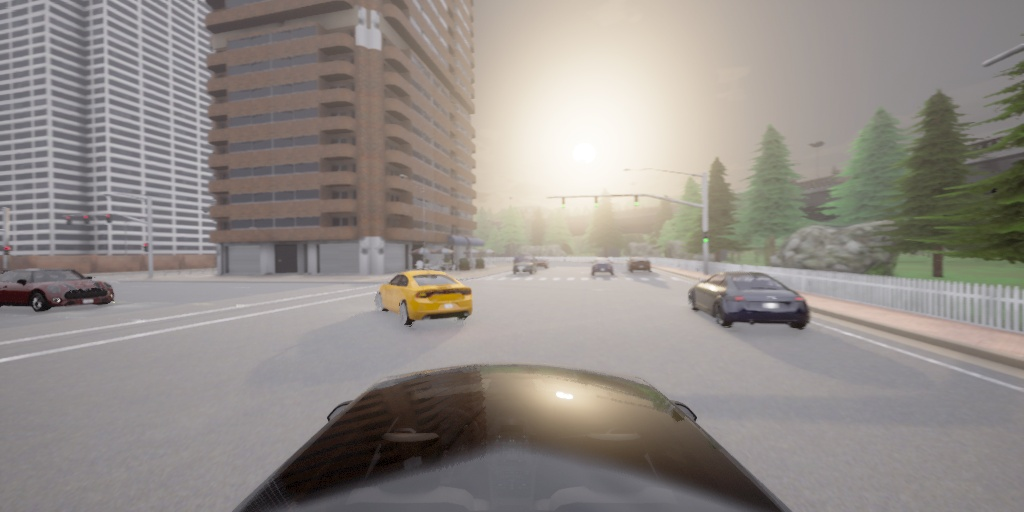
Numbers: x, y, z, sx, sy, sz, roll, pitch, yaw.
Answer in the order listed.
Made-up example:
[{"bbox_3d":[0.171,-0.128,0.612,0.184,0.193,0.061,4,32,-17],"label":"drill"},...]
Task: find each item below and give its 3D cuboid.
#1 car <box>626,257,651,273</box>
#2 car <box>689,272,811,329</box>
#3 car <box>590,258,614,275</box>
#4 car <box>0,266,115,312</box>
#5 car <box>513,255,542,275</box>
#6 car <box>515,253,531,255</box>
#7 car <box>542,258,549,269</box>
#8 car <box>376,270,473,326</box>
[{"bbox_3d":[12.366,0.789,35.155,1.882,1.535,5.008,-1,0,13],"label":"car"},{"bbox_3d":[6.702,1.149,10.619,1.994,1.385,4.181,-1,0,13],"label":"car"},{"bbox_3d":[8.077,0.920,32.131,1.812,1.442,4.674,-1,0,13],"label":"car"},{"bbox_3d":[-19.692,1.313,15.328,4.553,1.767,2.097,-1,0,13],"label":"car"},{"bbox_3d":[1.330,0.956,34.951,2.128,1.511,4.902,-1,0,12],"label":"car"},{"bbox_3d":[2.267,0.457,62.789,2.150,2.045,5.566,-1,0,-25],"label":"car"},{"bbox_3d":[3.654,0.950,45.675,1.895,1.301,4.718,-1,0,11],"label":"car"},{"bbox_3d":[-3.057,1.216,11.873,1.882,1.535,5.008,0,0,-33],"label":"car"}]
